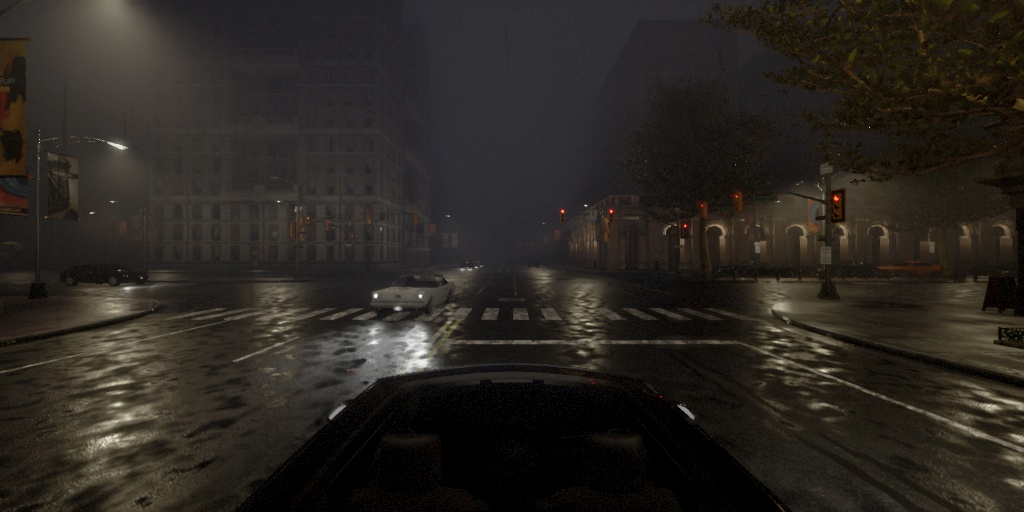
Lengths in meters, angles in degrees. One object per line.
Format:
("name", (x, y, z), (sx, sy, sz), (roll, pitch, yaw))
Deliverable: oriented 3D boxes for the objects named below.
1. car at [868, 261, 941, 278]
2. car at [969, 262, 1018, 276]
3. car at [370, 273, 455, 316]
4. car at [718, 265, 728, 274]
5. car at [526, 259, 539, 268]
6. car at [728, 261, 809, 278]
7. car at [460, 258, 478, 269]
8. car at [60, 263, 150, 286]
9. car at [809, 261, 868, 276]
("car", (35.823, 1.226, 32.356), (5.008, 1.535, 1.882), (0, 0, 0))
("car", (48.598, 1.312, 35.774), (4.181, 1.385, 1.994), (0, 0, 1))
("car", (-3.518, 1.350, 13.500), (1.895, 1.301, 4.718), (0, 0, 3))
("car", (23.289, 1.239, 35.911), (4.902, 1.511, 2.128), (0, 0, 0))
("car", (3.505, 1.238, 60.661), (2.128, 1.511, 4.902), (0, 0, 0))
("car", (23.088, 1.296, 32.412), (5.357, 1.411, 2.033), (0, 0, 0))
("car", (-7.149, 1.311, 58.075), (1.994, 1.385, 4.181), (0, 0, 0))
("car", (-27.647, 1.254, 24.430), (4.892, 1.490, 1.837), (0, 0, 0))
("car", (33.234, 1.239, 35.869), (4.902, 1.511, 2.128), (0, 0, 0))
